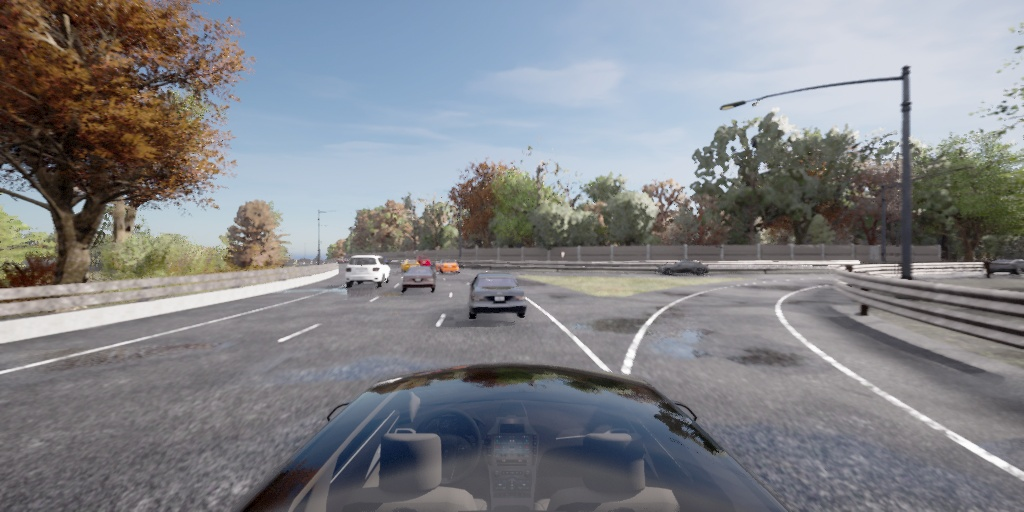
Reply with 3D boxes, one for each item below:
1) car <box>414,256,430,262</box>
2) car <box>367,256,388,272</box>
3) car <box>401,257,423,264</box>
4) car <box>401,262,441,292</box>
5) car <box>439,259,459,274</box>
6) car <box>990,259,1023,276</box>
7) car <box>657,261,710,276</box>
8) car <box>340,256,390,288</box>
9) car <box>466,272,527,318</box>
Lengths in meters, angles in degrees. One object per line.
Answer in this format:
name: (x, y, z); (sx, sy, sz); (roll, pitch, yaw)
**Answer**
car: (-14.445, 0.983, 56.105); (2.150, 2.045, 5.566); (0, 0, -29)
car: (-18.251, 1.002, 48.530); (2.150, 2.045, 5.566); (0, 0, -26)
car: (-12.830, 1.242, 45.114); (1.882, 1.535, 5.008); (0, 0, -24)
car: (-5.476, 1.303, 21.452); (2.033, 1.411, 5.357); (0, 0, -11)
car: (-7.531, 1.101, 41.134); (2.097, 1.767, 4.553); (0, 0, -21)
car: (48.148, 1.053, 34.356); (4.902, 1.511, 2.128); (0, 0, -12)
car: (16.692, 1.196, 35.012); (4.674, 1.442, 1.812); (0, 0, 11)
car: (-9.649, 0.989, 24.308); (2.150, 2.045, 5.566); (0, 0, -12)
car: (-0.654, 1.292, 12.996); (2.033, 1.411, 5.357); (0, 0, -7)
